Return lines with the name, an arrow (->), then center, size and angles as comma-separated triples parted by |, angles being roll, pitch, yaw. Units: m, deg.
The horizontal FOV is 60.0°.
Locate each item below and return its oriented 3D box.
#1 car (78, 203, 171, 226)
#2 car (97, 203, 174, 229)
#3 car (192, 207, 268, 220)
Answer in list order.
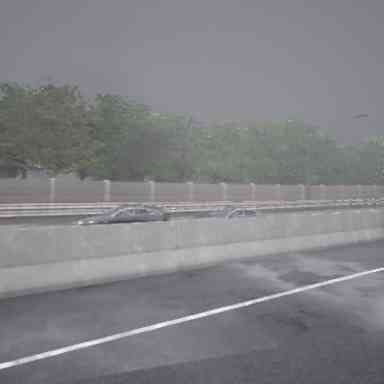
car -> -3.780, 1.532, 18.456 | 4.902, 1.511, 2.128 | 1, 0, -35
car -> -3.783, 1.561, 22.731 | 4.892, 1.490, 1.837 | 1, 0, -35
car -> 2.132, 1.577, 18.327 | 4.902, 1.511, 2.128 | 1, 0, -35
